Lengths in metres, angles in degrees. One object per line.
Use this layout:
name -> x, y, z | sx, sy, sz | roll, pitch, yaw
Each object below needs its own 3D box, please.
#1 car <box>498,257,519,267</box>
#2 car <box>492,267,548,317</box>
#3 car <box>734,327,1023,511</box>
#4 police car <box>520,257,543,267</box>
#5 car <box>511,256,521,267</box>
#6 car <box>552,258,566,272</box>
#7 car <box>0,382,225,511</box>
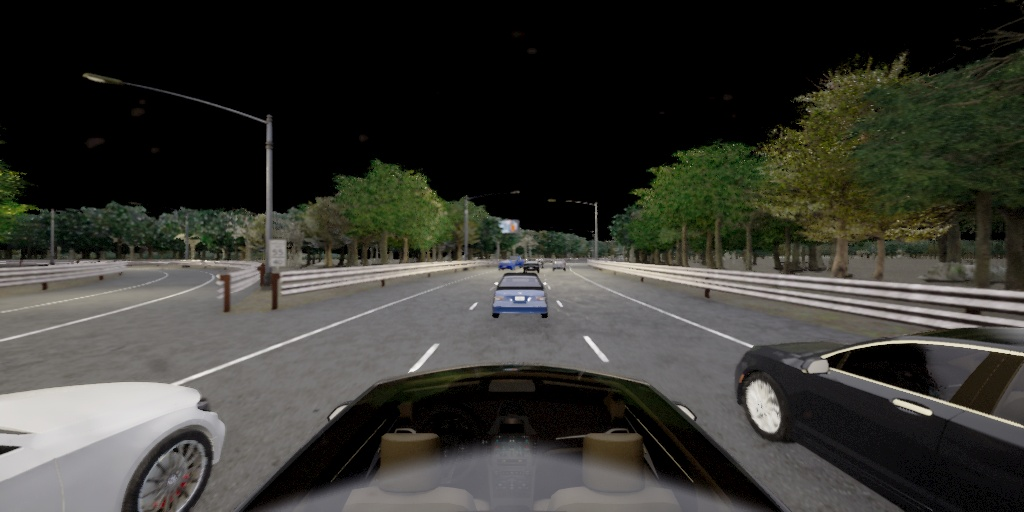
car -> -0.644, 1.267, 48.885 | 1.882, 1.535, 5.008 | 0, 0, 7
car -> 0.308, 1.300, 13.068 | 2.033, 1.411, 5.357 | 0, 0, 2
car -> 3.633, 1.259, 2.433 | 1.837, 1.490, 4.892 | 0, 0, 0
police car -> 2.470, 1.204, 44.089 | 1.930, 1.638, 5.238 | 0, 0, 6
car -> 0.715, 1.044, 59.182 | 2.150, 2.045, 5.566 | 0, 0, 9
car -> 6.369, 1.344, 48.569 | 2.033, 1.411, 5.357 | 0, 0, 7
car -> -3.367, 1.272, 1.089 | 1.812, 1.442, 4.674 | 0, 0, 0
